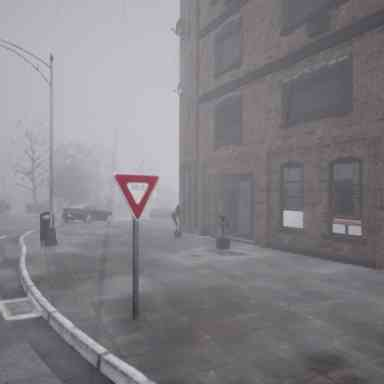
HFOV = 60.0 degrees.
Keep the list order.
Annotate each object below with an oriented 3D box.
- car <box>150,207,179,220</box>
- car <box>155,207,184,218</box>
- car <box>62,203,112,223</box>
[{"bbox_3d":[-3.246,2.575,40.075,2.128,1.511,4.902,0,-3,24],"label":"car"},{"bbox_3d":[-3.226,2.977,48.051,1.882,1.535,5.008,0,-3,26],"label":"car"},{"bbox_3d":[-8.400,1.716,27.132,1.882,1.535,5.008,0,-3,17],"label":"car"}]
